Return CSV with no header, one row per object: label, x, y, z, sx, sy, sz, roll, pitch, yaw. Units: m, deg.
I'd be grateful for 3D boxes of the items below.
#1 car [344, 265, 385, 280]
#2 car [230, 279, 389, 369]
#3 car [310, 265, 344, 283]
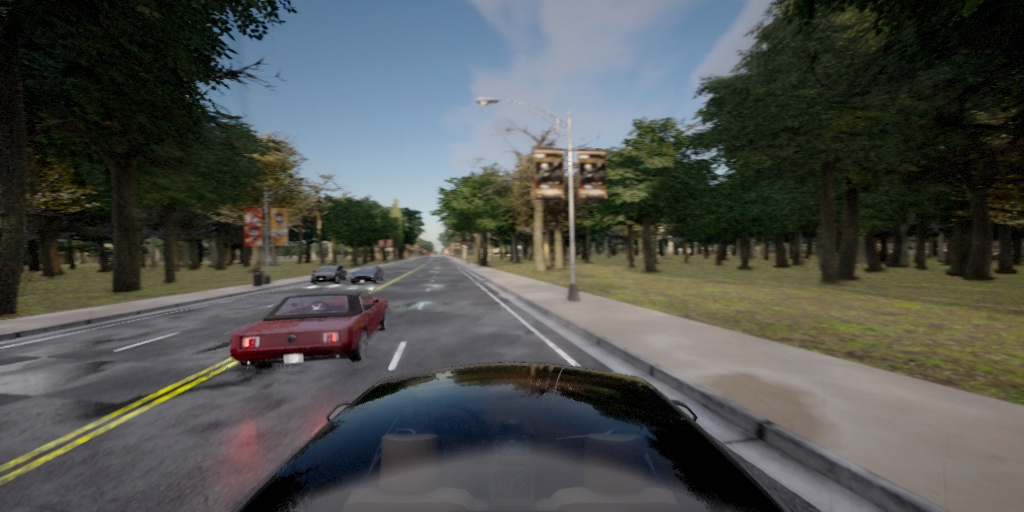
car,-11.434,1.454,28.780,2.033,1.411,5.357,-1,0,-11
car,-4.040,1.420,8.149,1.895,1.301,4.718,-1,0,-11
car,-14.863,1.487,29.426,1.837,1.490,4.892,-1,0,-11
